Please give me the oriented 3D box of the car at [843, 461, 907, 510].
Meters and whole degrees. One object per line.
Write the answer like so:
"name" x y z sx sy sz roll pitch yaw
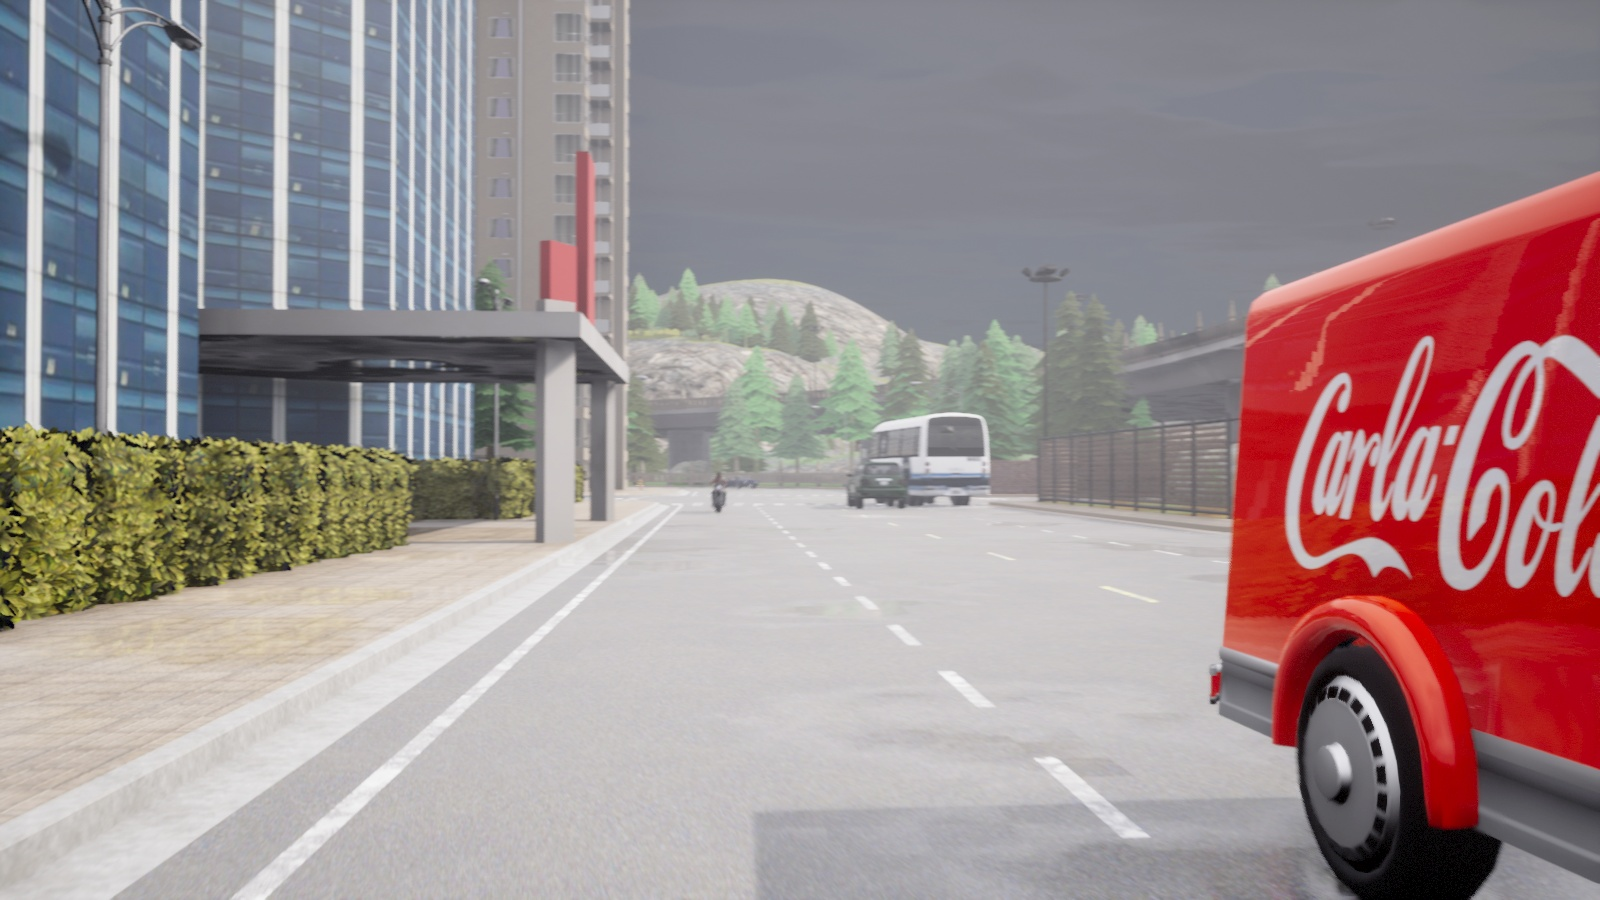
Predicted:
"car" 3.283 1.542 56.016 2.150 2.045 5.566 0 -1 -4

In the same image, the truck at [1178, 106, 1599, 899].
"truck" 3.313 0.365 3.505 2.627 2.467 5.204 0 -1 -4

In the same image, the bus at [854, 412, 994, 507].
"bus" 5.840 0.542 61.828 3.944 4.253 10.273 0 -1 -11

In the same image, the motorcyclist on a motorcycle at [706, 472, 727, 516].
"motorcyclist on a motorcycle" -3.273 1.699 49.226 0.766 1.649 2.350 0 -1 -4
